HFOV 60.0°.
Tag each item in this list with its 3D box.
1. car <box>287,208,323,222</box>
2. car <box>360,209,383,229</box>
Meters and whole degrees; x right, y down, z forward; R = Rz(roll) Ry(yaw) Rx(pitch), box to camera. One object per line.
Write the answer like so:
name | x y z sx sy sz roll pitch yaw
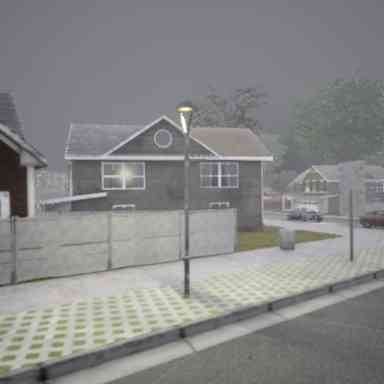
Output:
car | 11.393 2.333 33.724 1.994 1.385 4.181 -1 -2 -14
car | 13.960 1.923 23.373 1.812 1.442 4.674 -1 -2 -14
